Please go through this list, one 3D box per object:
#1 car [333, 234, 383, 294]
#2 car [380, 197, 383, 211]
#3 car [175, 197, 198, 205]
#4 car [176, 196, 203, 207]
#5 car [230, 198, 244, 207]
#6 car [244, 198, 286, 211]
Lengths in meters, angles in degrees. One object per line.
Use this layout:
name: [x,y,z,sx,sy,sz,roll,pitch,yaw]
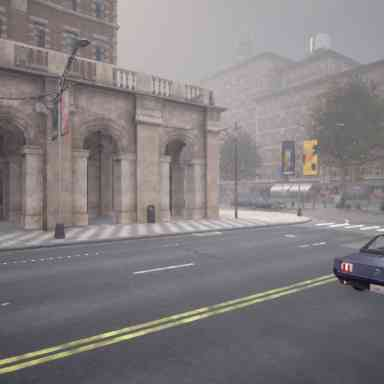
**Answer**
car: [5.426,1.601,7.762,4.718,1.301,1.895,0,0,-36]
car: [20.563,1.221,30.864,2.150,2.045,5.566,0,0,-36]
car: [-1.037,1.601,60.726,1.895,1.301,4.718,0,0,-36]
car: [-0.437,1.477,53.906,1.882,1.535,5.008,0,0,-36]
car: [7.922,1.547,48.319,2.033,1.411,5.357,0,0,-36]
car: [9.172,1.491,40.626,2.128,1.511,4.902,0,0,-36]
